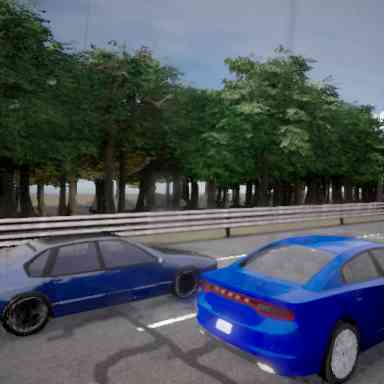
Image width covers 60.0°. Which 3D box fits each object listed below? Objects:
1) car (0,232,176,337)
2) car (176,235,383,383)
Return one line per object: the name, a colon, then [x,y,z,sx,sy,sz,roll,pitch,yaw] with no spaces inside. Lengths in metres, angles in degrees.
car: [-1.968,1.539,6.643,5.357,1.411,2.033,0,0,-36]
car: [2.397,1.459,5.458,5.008,1.535,1.882,0,0,-36]
